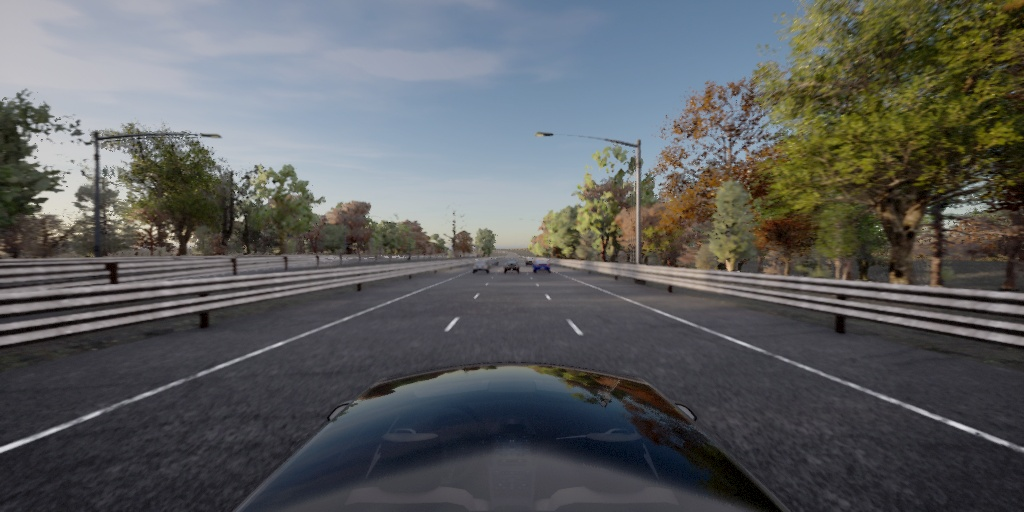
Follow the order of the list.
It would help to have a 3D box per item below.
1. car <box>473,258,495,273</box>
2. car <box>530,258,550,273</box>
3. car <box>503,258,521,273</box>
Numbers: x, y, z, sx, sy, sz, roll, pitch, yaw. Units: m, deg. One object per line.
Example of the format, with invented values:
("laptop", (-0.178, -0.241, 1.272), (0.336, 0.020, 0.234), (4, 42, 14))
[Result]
("car", (-3.506, 1.273, 41.947), (2.033, 1.411, 5.357), (0, 0, 0))
("car", (3.502, 1.203, 43.077), (1.882, 1.535, 5.008), (0, 0, 0))
("car", (0.001, 1.232, 42.794), (1.837, 1.490, 4.892), (0, 1, 0))
